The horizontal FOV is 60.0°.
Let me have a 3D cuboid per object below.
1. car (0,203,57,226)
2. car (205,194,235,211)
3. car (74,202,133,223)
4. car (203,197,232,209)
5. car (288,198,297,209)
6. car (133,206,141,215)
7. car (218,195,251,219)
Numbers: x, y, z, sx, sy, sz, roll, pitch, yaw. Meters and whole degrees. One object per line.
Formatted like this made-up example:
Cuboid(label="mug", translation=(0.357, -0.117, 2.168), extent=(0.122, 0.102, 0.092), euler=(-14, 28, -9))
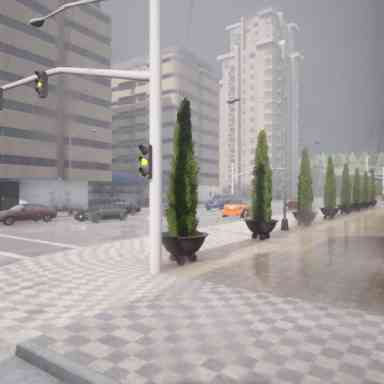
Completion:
Cuboid(label="car", translation=(-12.318, 1.580, 24.559), extent=(1.812, 1.442, 4.674), euler=(0, 0, 35))
Cuboid(label="car", translation=(3.806, 1.276, 41.774), extent=(2.150, 2.045, 5.566), euler=(0, 0, 35))
Cuboid(label="car", translation=(-7.047, 1.618, 26.072), extent=(1.994, 1.385, 4.181), euler=(0, 0, 35))
Cuboid(label="car", translation=(3.720, 1.559, 47.781), extent=(1.837, 1.490, 4.892), euler=(0, 0, 35))
Cuboid(label="car", translation=(14.525, 1.532, 44.694), extent=(1.882, 1.535, 5.008), euler=(0, 0, 34))
Cuboid(label="car", translation=(-7.167, 1.655, 32.060), extent=(1.895, 1.301, 4.718), euler=(0, 0, 35))
Cuboid(label="car", translation=(4.628, 1.407, 30.315), extent=(2.097, 1.767, 4.553), euler=(0, 0, 35))
